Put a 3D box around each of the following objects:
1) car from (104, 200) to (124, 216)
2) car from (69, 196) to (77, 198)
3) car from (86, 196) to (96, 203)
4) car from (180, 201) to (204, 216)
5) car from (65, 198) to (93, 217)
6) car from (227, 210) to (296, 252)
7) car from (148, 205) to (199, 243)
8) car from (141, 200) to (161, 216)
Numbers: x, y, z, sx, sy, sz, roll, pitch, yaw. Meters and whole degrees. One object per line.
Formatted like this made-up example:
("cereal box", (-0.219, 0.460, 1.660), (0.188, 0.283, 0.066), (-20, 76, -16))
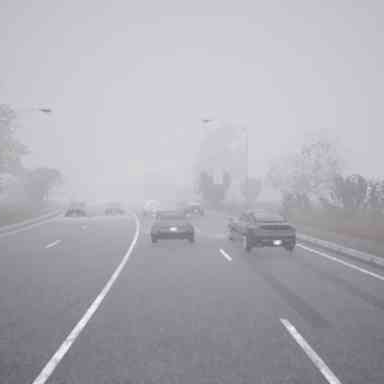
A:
("car", (-7.969, 1.575, 34.107), (1.812, 1.442, 4.674), (0, 0, -14))
("car", (-25.279, 1.571, 70.713), (2.033, 1.411, 5.357), (0, 0, -25))
("car", (-22.120, 1.557, 72.220), (1.812, 1.442, 4.674), (0, 0, -25))
("car", (-0.128, 1.563, 32.124), (1.812, 1.442, 4.674), (0, 0, -12))
("car", (-11.089, 1.599, 32.265), (2.033, 1.411, 5.357), (0, 0, -14))
("car", (2.754, 1.514, 14.027), (1.837, 1.490, 4.892), (0, 0, -6))
("car", (-1.025, 1.584, 16.430), (1.994, 1.385, 4.181), (0, 0, -6))
("car", (-4.075, 1.570, 33.712), (1.812, 1.442, 4.674), (0, 0, -13))
